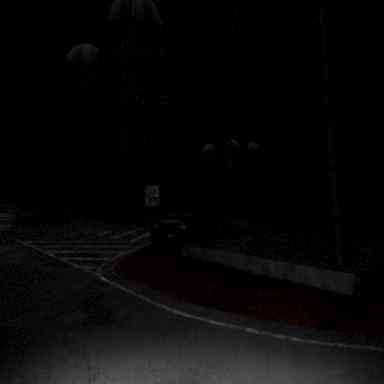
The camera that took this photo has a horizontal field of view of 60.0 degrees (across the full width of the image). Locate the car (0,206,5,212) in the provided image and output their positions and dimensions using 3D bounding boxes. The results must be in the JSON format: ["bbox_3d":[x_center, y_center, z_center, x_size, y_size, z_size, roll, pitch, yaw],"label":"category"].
[{"bbox_3d":[-32.775,2.622,53.915,4.181,1.381,1.994,0,-1,-38],"label":"car"}]

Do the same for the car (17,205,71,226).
[{"bbox_3d":[-12.410,1.913,27.942,3.988,1.617,1.851,0,-1,-38],"label":"car"}]

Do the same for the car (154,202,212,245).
[{"bbox_3d":[-0.341,1.447,15.964,1.905,1.878,3.866,-1,-1,21],"label":"car"}]
